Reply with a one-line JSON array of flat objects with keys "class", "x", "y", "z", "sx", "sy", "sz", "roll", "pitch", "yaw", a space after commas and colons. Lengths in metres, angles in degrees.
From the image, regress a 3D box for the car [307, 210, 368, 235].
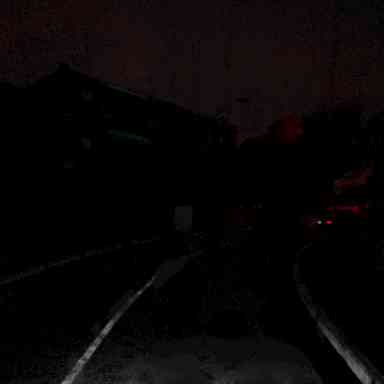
[{"class": "car", "x": 9.504, "y": 1.817, "z": 20.744, "sx": 5.357, "sy": 1.411, "sz": 2.033, "roll": 0, "pitch": -2, "yaw": -34}]
